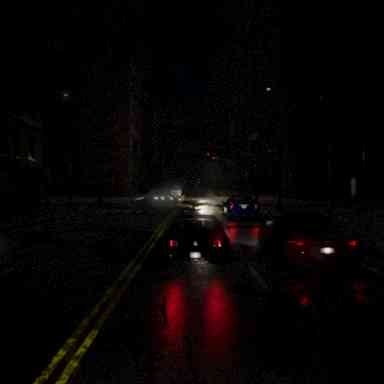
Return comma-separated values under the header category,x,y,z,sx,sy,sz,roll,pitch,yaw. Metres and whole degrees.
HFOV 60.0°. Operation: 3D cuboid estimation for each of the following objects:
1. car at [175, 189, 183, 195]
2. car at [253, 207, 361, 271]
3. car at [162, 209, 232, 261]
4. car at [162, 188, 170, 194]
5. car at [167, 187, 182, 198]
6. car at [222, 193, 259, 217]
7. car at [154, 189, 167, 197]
category,x,y,z,sx,sy,sz,roll,pitch,yaw
car,-3.242,-0.077,83.827,1.895,1.301,4.718,0,1,0
car,3.350,1.382,10.223,1.994,1.385,4.181,0,1,0
car,0.101,1.400,11.319,1.895,1.301,4.718,0,1,0
car,-6.492,-0.148,83.856,1.812,1.442,4.674,0,1,0
car,-3.246,0.056,67.550,2.150,2.045,5.566,0,1,0
car,3.352,0.940,23.509,2.097,1.767,4.553,0,1,0
car,-6.497,0.391,67.589,1.994,1.385,4.181,0,1,0
